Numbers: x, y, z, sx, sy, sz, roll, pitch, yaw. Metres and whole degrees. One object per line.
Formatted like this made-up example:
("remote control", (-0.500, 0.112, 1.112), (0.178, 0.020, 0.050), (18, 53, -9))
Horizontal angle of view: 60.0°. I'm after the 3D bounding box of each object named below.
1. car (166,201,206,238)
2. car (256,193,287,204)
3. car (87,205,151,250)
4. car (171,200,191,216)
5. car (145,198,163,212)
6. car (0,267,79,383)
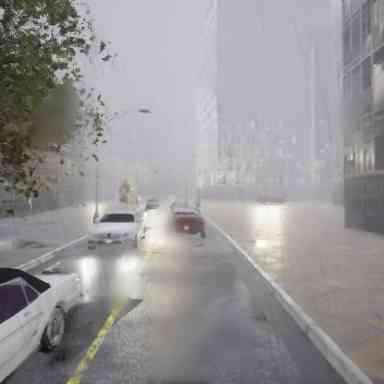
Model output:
("car", (-0.344, 1.463, 17.557), (1.882, 1.535, 5.008), (0, 0, -2))
("car", (13.264, 1.136, 55.770), (5.009, 1.841, 2.192), (0, -1, 14))
("car", (-3.065, 1.515, 14.371), (1.812, 1.442, 4.674), (0, 0, -1))
("car", (-1.174, 1.572, 33.727), (1.895, 1.301, 4.718), (0, 0, -4))
("car", (-4.476, 1.442, 39.098), (1.882, 1.535, 5.008), (0, 0, -4))
("car", (-2.832, 1.600, 3.388), (1.895, 1.301, 4.718), (0, 0, 0))
